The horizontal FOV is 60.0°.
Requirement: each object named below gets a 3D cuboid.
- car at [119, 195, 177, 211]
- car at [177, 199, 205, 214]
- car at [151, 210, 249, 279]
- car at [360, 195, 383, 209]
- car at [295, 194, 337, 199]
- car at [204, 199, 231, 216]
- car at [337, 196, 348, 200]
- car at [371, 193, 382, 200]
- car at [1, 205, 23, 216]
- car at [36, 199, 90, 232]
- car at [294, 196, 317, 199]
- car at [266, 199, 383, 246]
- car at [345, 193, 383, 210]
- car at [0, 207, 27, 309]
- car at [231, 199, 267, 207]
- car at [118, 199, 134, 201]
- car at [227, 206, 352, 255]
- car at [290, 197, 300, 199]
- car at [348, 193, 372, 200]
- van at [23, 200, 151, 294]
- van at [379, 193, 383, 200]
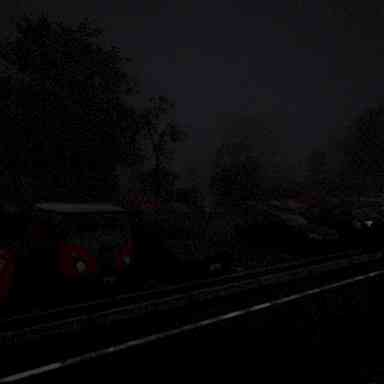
[{"bbox_3d":[-3.785,1.254,24.468,2.435,2.045,5.566,0,0,-35],"label":"car"},{"bbox_3d":[-1.531,1.504,26.103,2.231,1.521,4.892,0,0,-35],"label":"car"},{"bbox_3d":[-0.763,1.543,10.583,2.163,1.488,4.792,0,0,-35],"label":"car"},{"bbox_3d":[25.776,1.315,45.370,2.185,1.767,4.553,0,0,-35],"label":"car"},{"bbox_3d":[11.997,1.222,35.698,2.435,2.045,5.566,0,0,-35],"label":"car"},{"bbox_3d":[0.729,1.373,27.732,2.185,1.767,4.553,0,0,-35],"label":"car"},{"bbox_3d":[14.407,1.342,37.329,2.185,1.767,4.553,0,0,-35],"label":"car"},{"bbox_3d":[21.090,1.326,42.132,2.185,1.767,4.553,0,0,-35],"label":"car"},{"bbox_3d":[-10.620,1.514,19.661,2.097,1.535,5.008,0,0,-35],"label":"car"},{"bbox_3d":[-8.331,1.386,21.247,2.185,1.767,4.553,0,0,-35],"label":"car"},{"bbox_3d":[9.633,1.476,34.218,1.946,1.575,5.366,0,0,-35],"label":"car"},{"bbox_3d":[6.055,1.379,15.402,2.185,1.767,4.553,0,0,-35],"label":"car"},{"bbox_3d":[23.467,1.195,43.810,2.435,2.045,5.566,0,0,-35],"label":"car"},{"bbox_3d":[-5.307,1.392,7.367,2.185,1.767,4.553,0,0,-35],"label":"car"},{"bbox_3d":[5.311,1.519,30.898,2.163,1.488,4.792,0,0,-35],"label":"car"},{"bbox_3d":[-6.079,1.509,22.885,2.097,1.535,5.008,0,0,-35],"label":"car"},{"bbox_3d":[3.764,1.548,13.823,2.002,1.452,4.674,0,0,-35],"label":"car"},{"bbox_3d":[7.565,1.484,32.535,2.097,1.535,5.008,0,0,-35],"label":"car"},{"bbox_3d":[18.816,1.332,40.524,2.185,1.767,4.553,0,0,-35],"label":"car"},{"bbox_3d":[-3.036,1.290,8.867,1.878,1.987,4.442,0,0,-35],"label":"van"},{"bbox_3d":[15.195,1.261,21.761,1.878,1.987,4.442,0,0,-35],"label":"van"}]
